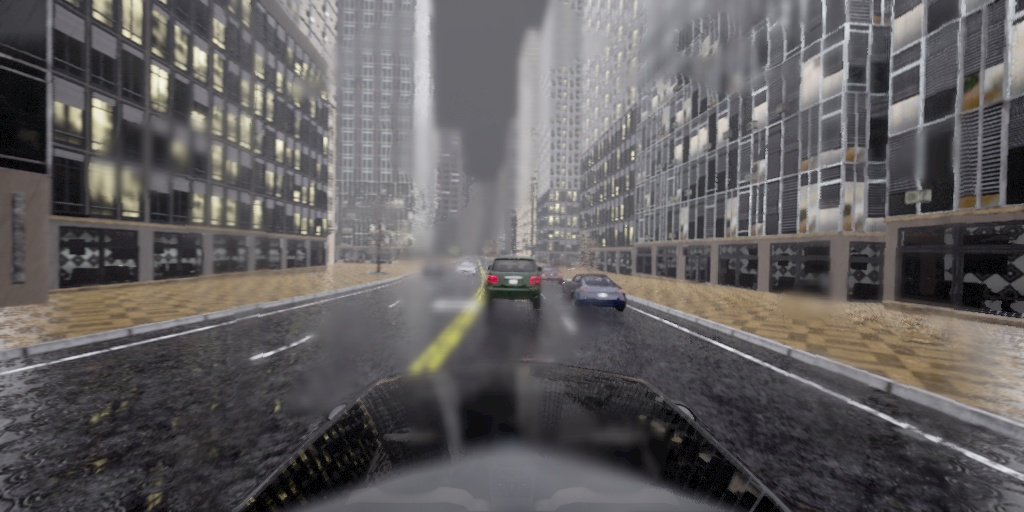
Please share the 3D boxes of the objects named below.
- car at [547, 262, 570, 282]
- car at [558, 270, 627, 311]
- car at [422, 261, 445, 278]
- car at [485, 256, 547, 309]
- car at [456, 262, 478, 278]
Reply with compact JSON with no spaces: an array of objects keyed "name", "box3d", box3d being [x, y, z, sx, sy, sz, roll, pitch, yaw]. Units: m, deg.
[{"name":"car","box3d":[2.805,1.475,28.448,2.033,1.411,5.357,1,0,-4]},{"name":"car","box3d":[3.362,1.440,15.311,1.994,1.385,4.181,1,-1,-1]},{"name":"car","box3d":[-7.682,1.288,35.337,1.837,1.490,4.892,1,0,-5]},{"name":"car","box3d":[0.120,1.040,15.470,2.150,2.045,5.566,1,-1,1]},{"name":"car","box3d":[-4.489,1.364,36.066,1.812,1.442,4.674,1,0,-5]}]
